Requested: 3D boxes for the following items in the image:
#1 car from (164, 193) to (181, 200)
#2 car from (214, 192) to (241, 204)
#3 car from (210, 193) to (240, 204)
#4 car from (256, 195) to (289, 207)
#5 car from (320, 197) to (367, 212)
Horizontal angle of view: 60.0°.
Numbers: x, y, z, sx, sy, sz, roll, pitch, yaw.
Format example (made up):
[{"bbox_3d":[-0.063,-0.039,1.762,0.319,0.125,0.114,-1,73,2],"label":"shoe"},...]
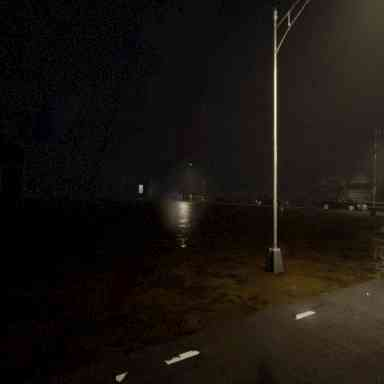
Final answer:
[{"bbox_3d":[-4.244,1.004,71.583,1.882,1.535,5.008,2,-1,-35],"label":"car"},{"bbox_3d":[6.074,1.004,57.131,2.097,1.767,4.553,2,0,-34],"label":"car"},{"bbox_3d":[4.891,1.174,52.417,1.895,1.301,4.718,2,-1,-35],"label":"car"},{"bbox_3d":[10.653,1.177,44.268,1.837,1.490,4.892,2,0,-35],"label":"car"},{"bbox_3d":[16.400,1.292,36.148,1.837,1.490,4.892,2,0,-35],"label":"car"}]
